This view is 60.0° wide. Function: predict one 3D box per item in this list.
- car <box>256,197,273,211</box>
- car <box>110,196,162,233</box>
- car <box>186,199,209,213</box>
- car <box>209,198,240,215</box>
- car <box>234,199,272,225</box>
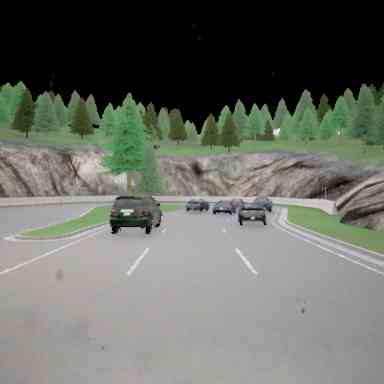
[{"bbox_3d":[8.136,1.352,38.202,2.097,1.767,4.553,0,0,16],"label":"car"},{"bbox_3d":[-3.167,1.221,19.599,2.150,2.045,5.566,0,0,3],"label":"car"},{"bbox_3d":[0.723,1.491,37.709,2.128,1.511,4.902,0,0,16],"label":"car"},{"bbox_3d":[3.425,1.564,34.356,1.994,1.385,4.181,0,0,15],"label":"car"},{"bbox_3d":[4.284,1.487,23.786,2.128,1.511,4.902,0,-1,9],"label":"car"}]
